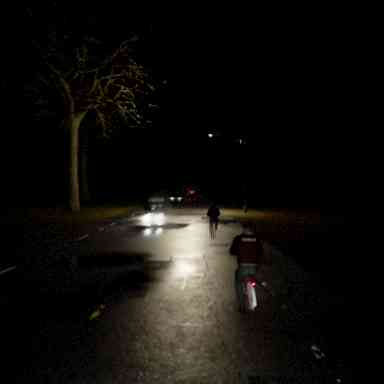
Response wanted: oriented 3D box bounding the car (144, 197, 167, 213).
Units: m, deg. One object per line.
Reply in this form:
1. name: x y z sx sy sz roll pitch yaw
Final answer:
1. car: -3.597 1.245 33.207 2.128 1.511 4.902 0 1 0

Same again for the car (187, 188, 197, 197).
1. car: 0.002 -0.003 81.206 2.150 2.045 5.566 0 2 0

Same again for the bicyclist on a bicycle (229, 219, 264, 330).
1. bicyclist on a bicycle: 0.963 1.355 6.017 0.659 1.776 1.843 0 0 0

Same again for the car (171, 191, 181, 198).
1. car: -3.498 0.447 73.756 1.882 1.535 5.008 0 2 0

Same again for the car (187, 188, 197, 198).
1. car: 0.002 0.589 71.243 2.128 1.511 4.902 0 2 0

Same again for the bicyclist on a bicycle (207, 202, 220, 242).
1. bicyclist on a bicycle: 0.964 1.307 14.995 0.659 1.776 1.843 0 1 0
